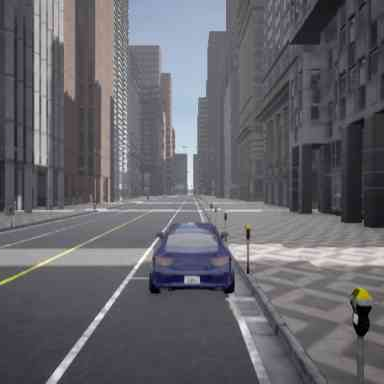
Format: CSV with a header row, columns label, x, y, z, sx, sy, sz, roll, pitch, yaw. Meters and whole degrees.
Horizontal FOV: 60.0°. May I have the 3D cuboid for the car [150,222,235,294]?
label,x,y,z,sx,sy,sz,roll,pitch,yaw
car,0.003,1.515,8.650,1.812,1.442,4.674,0,0,0
